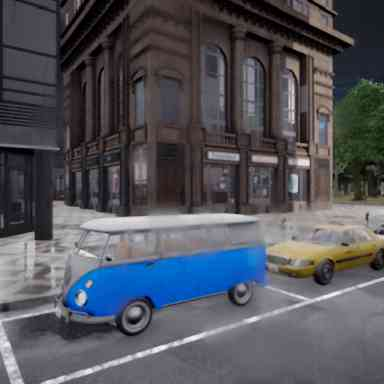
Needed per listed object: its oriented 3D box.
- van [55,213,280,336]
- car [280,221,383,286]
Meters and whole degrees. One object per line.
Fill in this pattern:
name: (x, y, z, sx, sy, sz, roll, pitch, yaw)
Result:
van: (-0.366, 1.341, 6.384, 3.998, 1.788, 1.690, 0, 0, -35)
car: (3.929, 1.525, 9.435, 4.829, 1.417, 1.752, 0, 0, -35)
